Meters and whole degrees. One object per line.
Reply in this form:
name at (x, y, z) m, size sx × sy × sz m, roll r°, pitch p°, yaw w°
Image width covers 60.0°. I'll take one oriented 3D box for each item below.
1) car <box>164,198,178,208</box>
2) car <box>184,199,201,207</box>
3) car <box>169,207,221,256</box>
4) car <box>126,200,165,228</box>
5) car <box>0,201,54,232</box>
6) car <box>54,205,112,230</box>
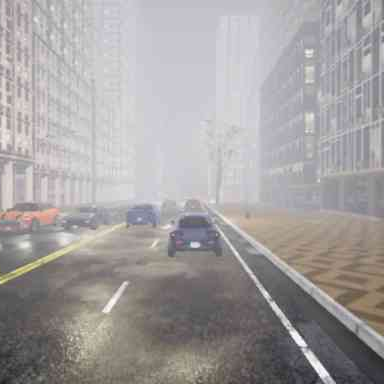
car at (-3.163, 1.549, 47.614) m, size 2.128 × 1.511 × 4.902 m, roll 0°, pitch 0°, yaw 0°
car at (0.089, 1.520, 39.613) m, size 1.882 × 1.535 × 5.008 m, roll 0°, pitch 0°, yaw 0°
car at (0.097, 1.534, 13.012) m, size 1.812 × 1.442 × 4.674 m, roll 0°, pitch 0°, yaw 0°
car at (-3.156, 1.494, 22.485) m, size 1.882 × 1.535 × 5.008 m, roll 0°, pitch 0°, yaw 0°
car at (-9.788, 1.365, 20.004) m, size 2.097 × 1.767 × 4.553 m, roll 0°, pitch 0°, yaw 1°
car at (-6.522, 1.563, 21.261) m, size 2.033 × 1.411 × 5.357 m, roll 0°, pitch 0°, yaw 0°
